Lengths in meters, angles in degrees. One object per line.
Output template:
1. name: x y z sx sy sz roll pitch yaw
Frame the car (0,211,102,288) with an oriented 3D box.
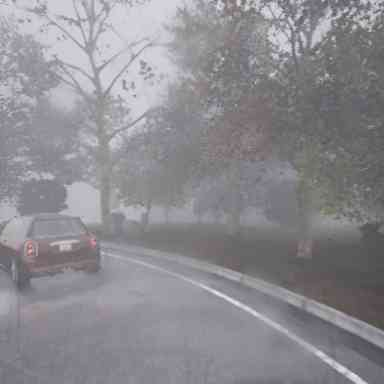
1. car: -4.537 1.406 9.833 2.097 1.767 4.553 -1 0 -42
